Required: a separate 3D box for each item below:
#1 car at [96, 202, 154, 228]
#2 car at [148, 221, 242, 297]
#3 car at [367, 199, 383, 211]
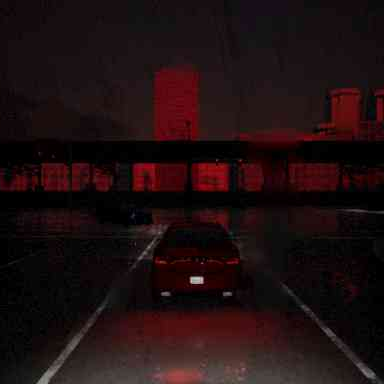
[{"bbox_3d":[-4.564,1.466,22.424,1.882,1.535,5.008,3,-2,-44],"label":"car"},{"bbox_3d":[0.095,1.478,8.616,1.882,1.535,5.008,0,0,0],"label":"car"},{"bbox_3d":[22.728,1.403,38.406,4.674,1.442,1.812,-1,0,1],"label":"car"}]
